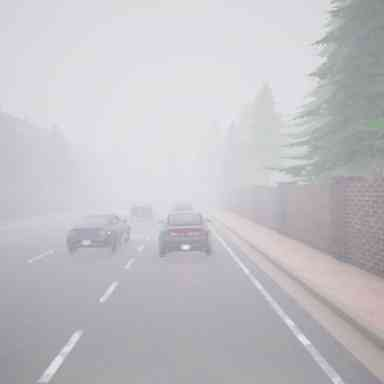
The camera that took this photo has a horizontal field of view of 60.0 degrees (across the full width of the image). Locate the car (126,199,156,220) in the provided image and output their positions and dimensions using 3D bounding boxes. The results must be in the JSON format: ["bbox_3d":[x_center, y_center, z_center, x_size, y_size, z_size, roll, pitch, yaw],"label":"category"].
[{"bbox_3d":[-4.282,1.590,29.646,1.882,1.535,5.008,-1,0,-2],"label":"car"}]

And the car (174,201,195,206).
[{"bbox_3d":[-0.741,1.552,28.214,1.837,1.490,4.892,-1,0,-1],"label":"car"}]

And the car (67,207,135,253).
[{"bbox_3d":[-3.796,1.612,14.033,1.812,1.442,4.674,-1,0,-2],"label":"car"}]

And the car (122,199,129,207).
[{"bbox_3d":[-8.741,1.706,46.910,2.128,1.511,4.902,-1,0,-10],"label":"car"}]

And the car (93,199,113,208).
[{"bbox_3d":[-13.573,1.800,50.419,2.128,1.511,4.902,-1,0,-35],"label":"car"}]

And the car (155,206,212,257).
[{"bbox_3d":[-0.270,1.525,13.164,1.837,1.490,4.892,-1,0,-1],"label":"car"}]
